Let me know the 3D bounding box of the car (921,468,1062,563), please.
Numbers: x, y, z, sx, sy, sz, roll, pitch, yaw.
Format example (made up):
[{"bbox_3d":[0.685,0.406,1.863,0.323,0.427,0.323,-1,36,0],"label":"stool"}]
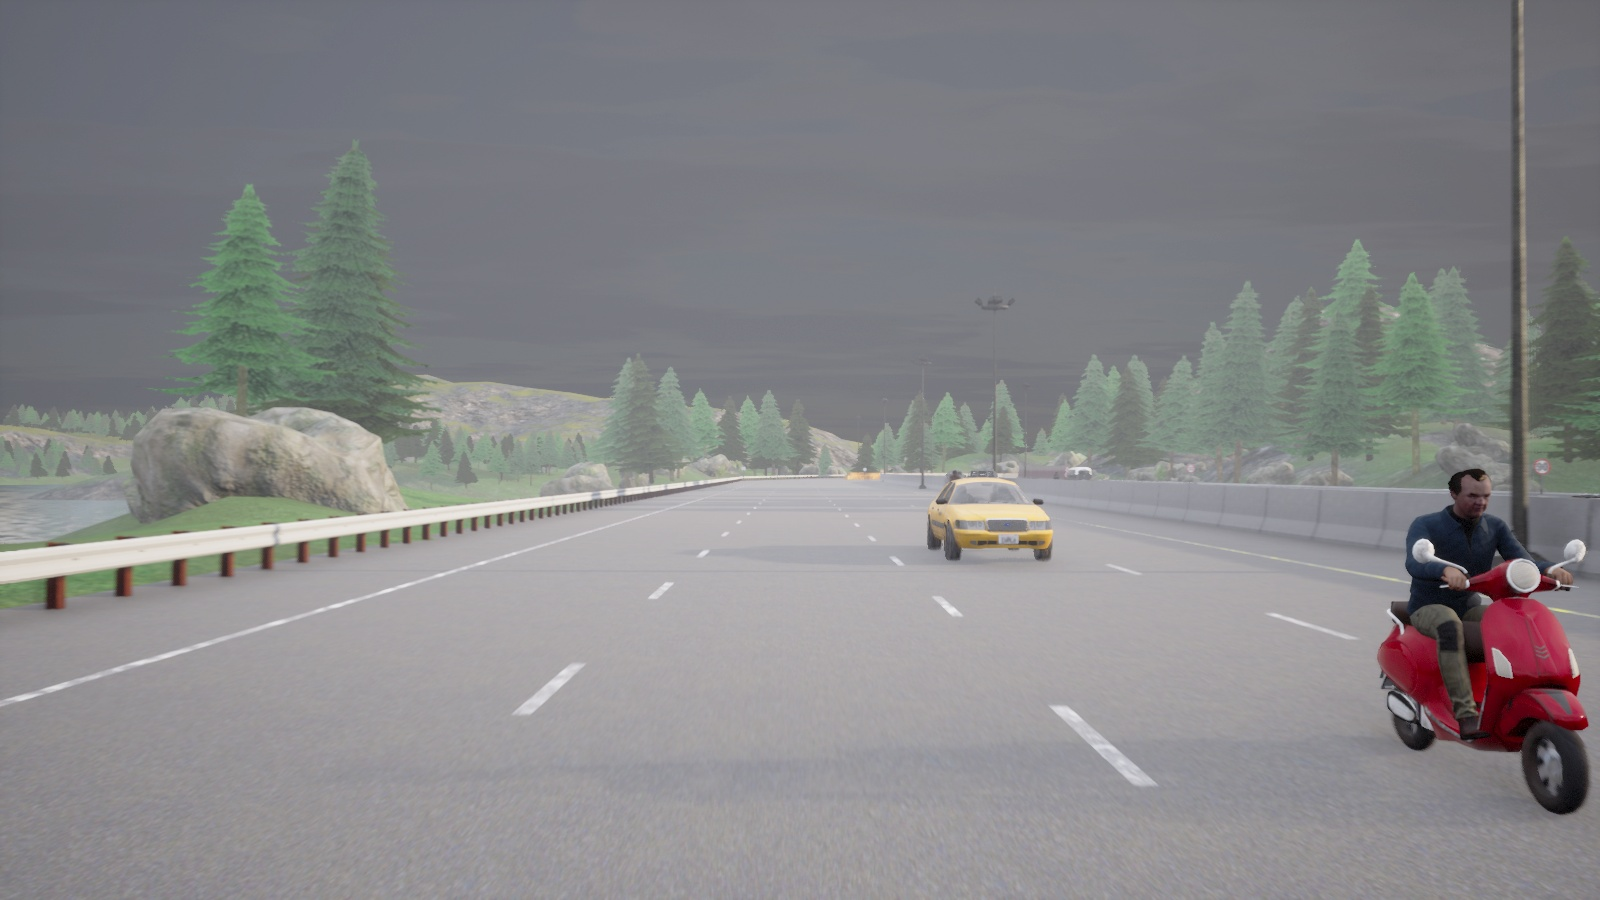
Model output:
[{"bbox_3d":[3.444,1.133,23.597,1.801,1.575,5.366,0,-1,0],"label":"car"}]

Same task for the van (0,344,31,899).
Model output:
[{"bbox_3d":[-3.505,0.616,2.052,1.775,1.987,4.442,0,-1,0],"label":"van"}]

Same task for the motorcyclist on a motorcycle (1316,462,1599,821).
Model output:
[{"bbox_3d":[3.485,0.862,6.489,0.866,1.590,1.817,0,-1,0],"label":"motorcyclist on a motorcycle"}]
